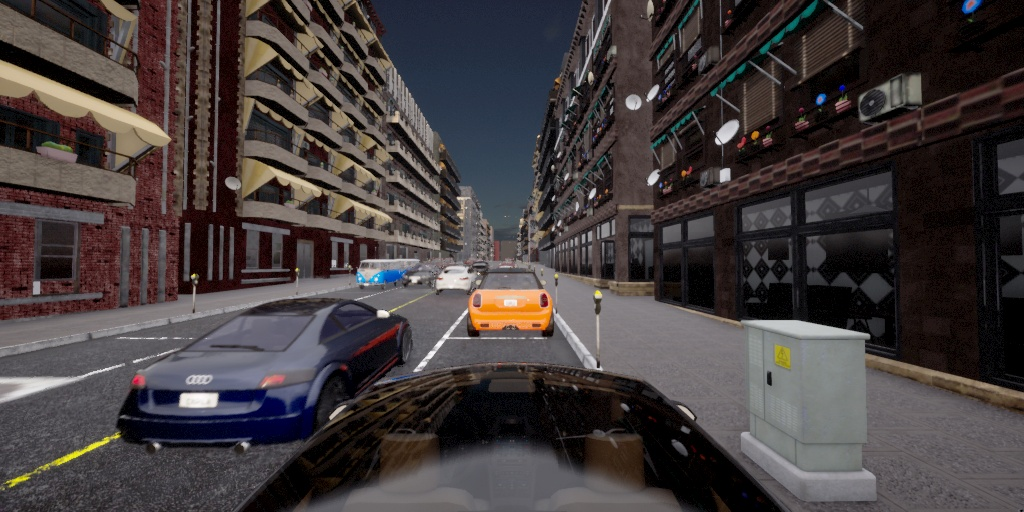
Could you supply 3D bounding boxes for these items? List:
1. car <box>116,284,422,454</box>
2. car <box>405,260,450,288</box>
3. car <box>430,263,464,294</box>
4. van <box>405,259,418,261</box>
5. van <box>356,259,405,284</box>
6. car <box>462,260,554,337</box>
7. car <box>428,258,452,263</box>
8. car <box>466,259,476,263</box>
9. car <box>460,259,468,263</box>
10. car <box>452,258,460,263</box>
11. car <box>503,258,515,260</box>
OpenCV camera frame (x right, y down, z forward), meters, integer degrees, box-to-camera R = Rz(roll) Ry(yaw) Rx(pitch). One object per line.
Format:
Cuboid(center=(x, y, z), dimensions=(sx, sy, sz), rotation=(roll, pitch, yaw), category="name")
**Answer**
Cuboid(center=(-2.924, 1.316, 5.350), dimensions=(1.994, 1.385, 4.181), rotation=(0, 0, 0), category="car")
Cuboid(center=(-5.869, 1.261, 24.055), dimensions=(2.128, 1.511, 4.902), rotation=(0, 0, 0), category="car")
Cuboid(center=(-3.022, 1.289, 20.058), dimensions=(1.812, 1.442, 4.674), rotation=(0, 0, 0), category="car")
Cuboid(center=(-8.336, 1.118, 28.134), dimensions=(1.690, 1.789, 3.998), rotation=(0, 0, 0), category="van")
Cuboid(center=(-8.336, 1.108, 22.602), dimensions=(1.690, 1.789, 3.998), rotation=(0, 0, 0), category="van")
Cuboid(center=(-0.033, 1.108, 10.473), dimensions=(2.097, 1.767, 4.553), rotation=(0, 0, 0), category="car")
Cuboid(center=(-8.336, 1.115, 39.194), dimensions=(2.192, 1.841, 5.009), rotation=(0, 0, 0), category="car")
Cuboid(center=(-2.930, 1.293, 33.981), dimensions=(1.837, 1.490, 4.892), rotation=(0, 0, 0), category="car")
Cuboid(center=(-8.337, 1.410, 55.786), dimensions=(1.948, 1.339, 4.313), rotation=(0, 0, 0), category="car")
Cuboid(center=(-8.337, 1.128, 44.724), dimensions=(2.192, 1.841, 5.009), rotation=(0, 0, 0), category="car")
Cuboid(center=(-0.447, 1.240, 39.134), dimensions=(1.967, 1.591, 4.097), rotation=(0, 0, 0), category="car")
